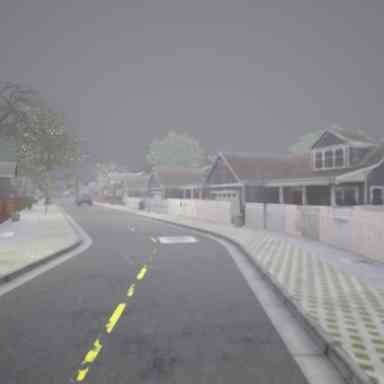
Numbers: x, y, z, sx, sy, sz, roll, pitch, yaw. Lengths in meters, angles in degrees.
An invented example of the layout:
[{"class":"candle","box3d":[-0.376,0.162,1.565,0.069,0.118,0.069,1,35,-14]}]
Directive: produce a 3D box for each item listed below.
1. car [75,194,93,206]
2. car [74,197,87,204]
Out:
[{"class":"car","box3d":[-19.132,1.388,59.525,2.150,2.045,5.566,0,0,-23]},{"class":"car","box3d":[-23.253,1.713,69.059,2.128,1.511,4.902,0,0,-23]}]
